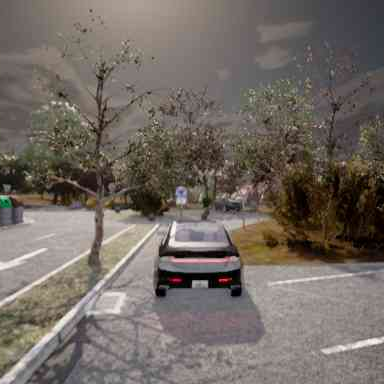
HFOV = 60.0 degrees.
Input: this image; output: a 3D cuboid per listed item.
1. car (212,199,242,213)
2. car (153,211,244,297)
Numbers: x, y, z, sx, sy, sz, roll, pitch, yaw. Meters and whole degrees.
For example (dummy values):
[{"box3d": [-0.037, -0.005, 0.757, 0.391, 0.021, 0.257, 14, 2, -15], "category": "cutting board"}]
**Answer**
[{"box3d": [3.927, 1.537, 38.082, 1.837, 1.490, 4.892, 3, -1, -20], "category": "car"}, {"box3d": [0.109, 1.462, 8.513, 2.128, 1.511, 4.902, 0, 0, -1], "category": "car"}]
